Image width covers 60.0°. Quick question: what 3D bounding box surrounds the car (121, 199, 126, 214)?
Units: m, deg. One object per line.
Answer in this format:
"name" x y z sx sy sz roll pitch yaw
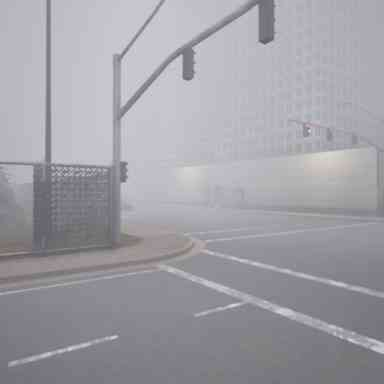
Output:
"car" -8.404 1.490 31.937 1.812 1.442 4.674 0 0 -35

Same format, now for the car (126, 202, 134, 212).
"car" -8.567 1.517 38.208 2.033 1.411 5.357 0 0 -35
